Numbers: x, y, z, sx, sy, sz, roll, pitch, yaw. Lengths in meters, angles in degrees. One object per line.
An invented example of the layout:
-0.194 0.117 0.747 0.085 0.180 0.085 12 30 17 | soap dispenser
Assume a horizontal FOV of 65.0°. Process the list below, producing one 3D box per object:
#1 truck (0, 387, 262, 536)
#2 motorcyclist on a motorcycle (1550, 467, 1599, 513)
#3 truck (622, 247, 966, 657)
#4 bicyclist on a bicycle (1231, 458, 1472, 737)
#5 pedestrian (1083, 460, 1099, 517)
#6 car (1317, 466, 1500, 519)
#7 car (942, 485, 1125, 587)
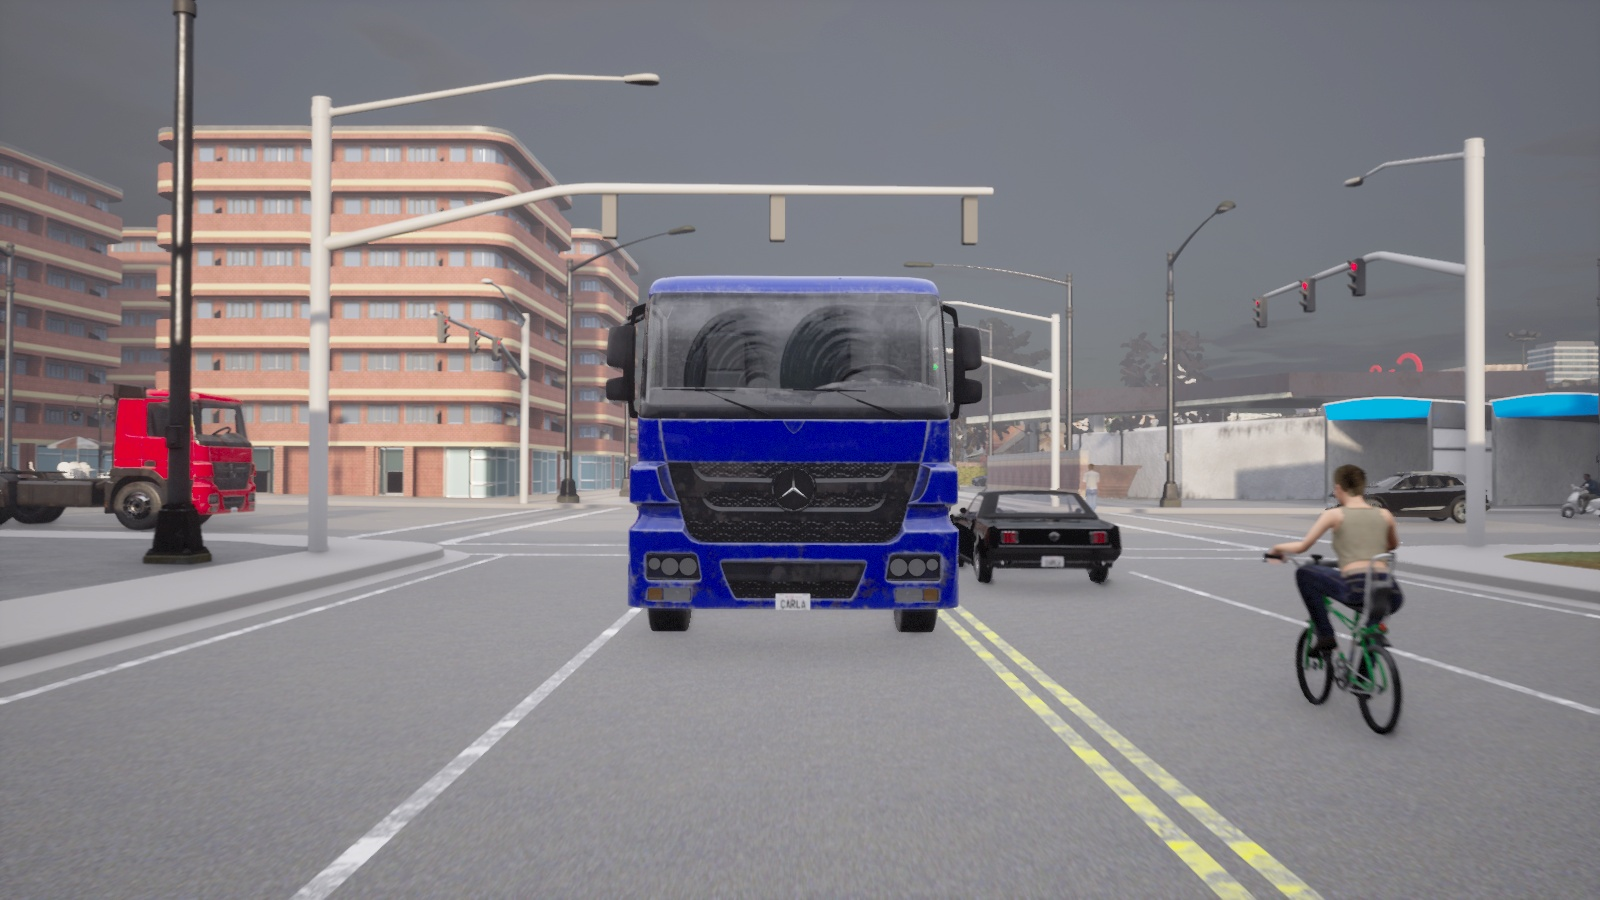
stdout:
-17.880 0.288 30.974 7.936 3.462 2.891 0 -1 0 | truck
27.332 1.392 43.799 1.817 1.590 0.866 0 -1 -3 | motorcyclist on a motorcycle
-0.072 0.077 14.581 2.891 3.462 7.936 0 -1 0 | truck
3.454 0.872 8.040 0.866 1.612 1.509 0 -2 0 | bicyclist on a bicycle
9.435 1.241 40.699 0.354 1.836 0.706 0 -1 0 | pedestrian
19.426 1.341 40.243 4.856 1.649 2.033 0 -1 1 | car
3.403 1.223 19.225 1.895 1.301 4.718 0 -1 0 | car
